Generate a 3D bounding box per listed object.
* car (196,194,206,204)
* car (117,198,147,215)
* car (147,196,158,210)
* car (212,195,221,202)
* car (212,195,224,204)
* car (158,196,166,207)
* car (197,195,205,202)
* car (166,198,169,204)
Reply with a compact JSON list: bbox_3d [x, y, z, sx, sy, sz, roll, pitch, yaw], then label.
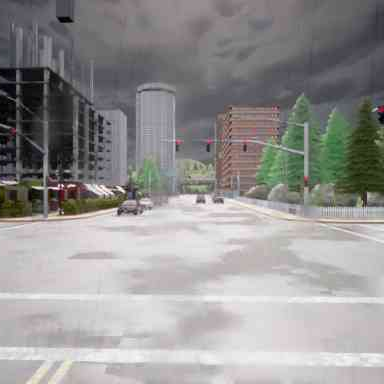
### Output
[{"bbox_3d":[1.748,1.601,65.439,1.895,1.301,4.718,0,0,1],"label":"car"},{"bbox_3d":[-6.162,1.526,33.631,1.812,1.442,4.674,0,0,2],"label":"car"},{"bbox_3d":[-5.918,1.526,42.721,1.812,1.442,4.674,0,0,1],"label":"car"},{"bbox_3d":[5.476,1.422,74.566,1.895,1.301,4.718,0,0,1],"label":"car"},{"bbox_3d":[5.255,1.526,65.670,1.812,1.442,4.674,0,0,1],"label":"car"},{"bbox_3d":[-5.687,1.352,51.726,2.097,1.767,4.553,0,0,1],"label":"car"},{"bbox_3d":[1.976,1.327,74.624,1.837,1.490,4.892,0,0,1],"label":"car"},{"bbox_3d":[-5.415,1.564,61.648,1.994,1.385,4.181,0,0,2],"label":"car"}]
